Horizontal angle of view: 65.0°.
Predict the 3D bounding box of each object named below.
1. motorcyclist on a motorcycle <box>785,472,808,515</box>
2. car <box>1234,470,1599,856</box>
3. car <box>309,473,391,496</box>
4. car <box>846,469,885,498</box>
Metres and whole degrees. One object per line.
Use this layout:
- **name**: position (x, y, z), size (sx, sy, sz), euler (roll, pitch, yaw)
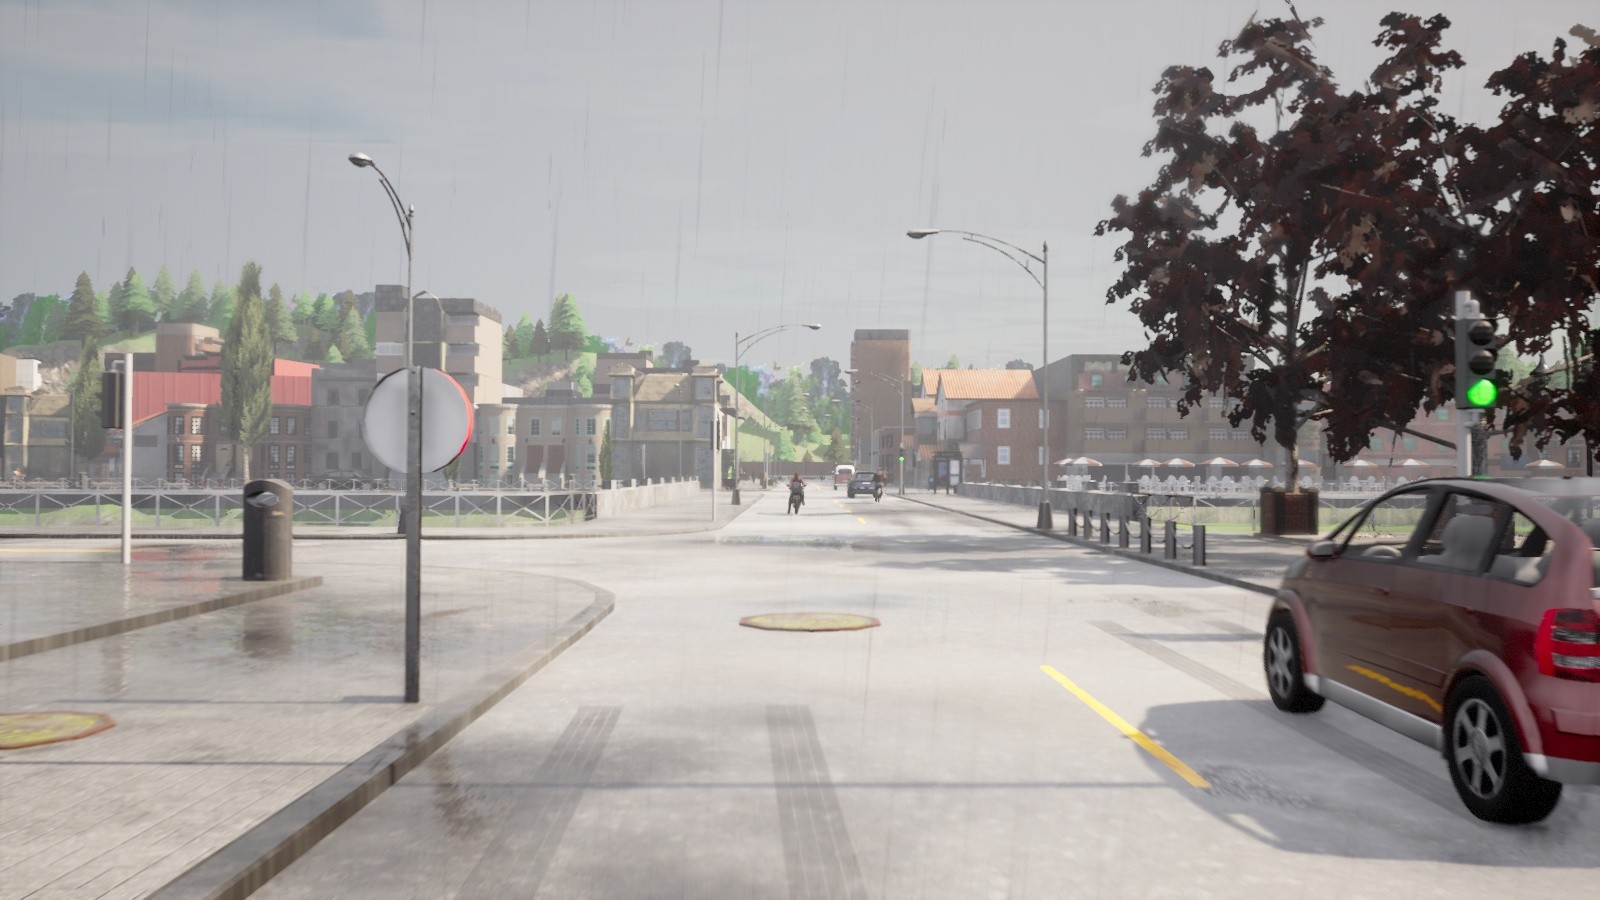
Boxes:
- **motorcyclist on a motorcycle**: position (-0.104, 1.565, 45.857), size (0.797, 1.523, 2.044), euler (0, -1, 1)
- **car**: position (3.893, 0.895, 6.932), size (1.789, 1.549, 3.705), euler (0, -1, 2)
- **car**: position (-31.309, 2.382, 87.459), size (5.008, 1.535, 1.882), euler (0, -1, 0)
- **car**: position (3.804, 1.971, 74.148), size (2.033, 1.649, 4.856), euler (0, -1, 0)
